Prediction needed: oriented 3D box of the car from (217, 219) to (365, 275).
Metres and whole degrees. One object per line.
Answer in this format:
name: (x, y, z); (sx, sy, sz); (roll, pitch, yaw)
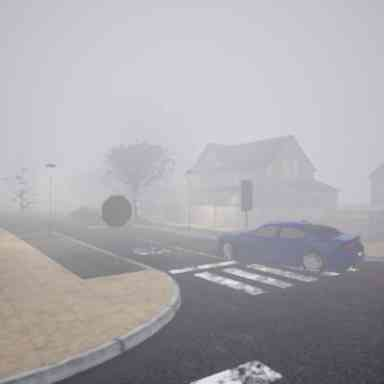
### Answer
car: (3.100, 1.693, 11.373); (5.008, 1.535, 1.882); (-1, 2, 43)

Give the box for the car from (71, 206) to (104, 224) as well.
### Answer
car: (-9.329, 1.971, 29.633); (2.128, 1.511, 4.902); (0, -1, -35)
